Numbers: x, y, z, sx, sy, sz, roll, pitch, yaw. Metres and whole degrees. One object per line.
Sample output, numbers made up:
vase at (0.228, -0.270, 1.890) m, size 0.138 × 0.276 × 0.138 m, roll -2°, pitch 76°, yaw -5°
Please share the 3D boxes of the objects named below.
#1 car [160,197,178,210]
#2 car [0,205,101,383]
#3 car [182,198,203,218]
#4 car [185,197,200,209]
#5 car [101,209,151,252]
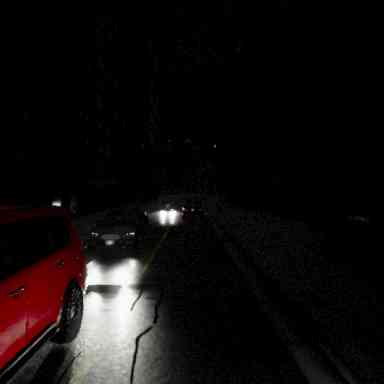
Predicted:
car at (-2.817, 1.436, 41.122) m, size 2.128 × 1.511 × 4.902 m, roll 0°, pitch 0°, yaw 0°
car at (-2.846, 1.224, 3.541) m, size 2.150 × 2.045 × 5.566 m, roll 0°, pitch 0°, yaw 0°
car at (0.058, 1.522, 29.961) m, size 2.033 × 1.411 × 5.357 m, roll 0°, pitch 0°, yaw 0°
car at (0.041, 1.490, 45.625) m, size 1.994 × 1.385 × 4.181 m, roll 0°, pitch 0°, yaw 0°
car at (-2.857, 1.492, 14.030) m, size 2.128 × 1.511 × 4.902 m, roll 0°, pitch 0°, yaw 0°
